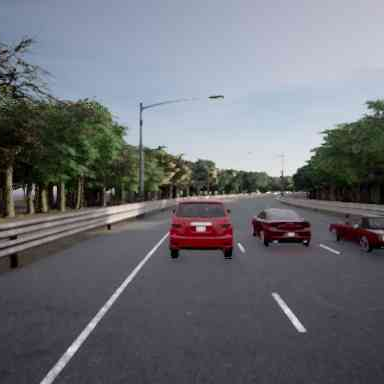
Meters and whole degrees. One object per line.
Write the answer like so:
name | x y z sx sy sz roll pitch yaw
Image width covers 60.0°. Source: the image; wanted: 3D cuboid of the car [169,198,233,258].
car | 0.373 1.254 13.090 2.150 2.045 5.566 0 0 2

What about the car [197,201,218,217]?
car | 1.633 1.650 33.712 1.994 1.385 4.181 0 0 5

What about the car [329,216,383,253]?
car | 7.405 1.641 13.790 1.895 1.301 4.718 0 0 2

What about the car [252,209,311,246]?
car | 3.977 1.519 15.491 1.882 1.535 5.008 0 0 2
